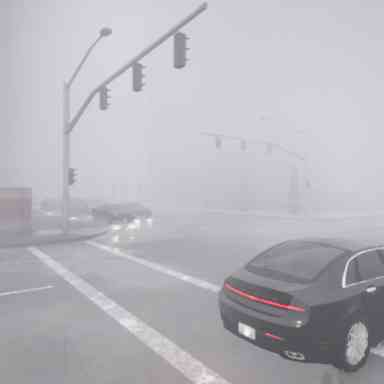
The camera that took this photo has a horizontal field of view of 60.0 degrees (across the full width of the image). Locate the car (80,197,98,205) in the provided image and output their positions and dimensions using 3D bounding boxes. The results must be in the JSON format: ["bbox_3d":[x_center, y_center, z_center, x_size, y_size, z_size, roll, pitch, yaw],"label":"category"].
[{"bbox_3d":[-19.613,1.672,63.118,1.812,1.442,4.674,0,0,-36],"label":"car"}]

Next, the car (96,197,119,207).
[{"bbox_3d":[-14.231,1.633,55.649,2.128,1.511,4.902,0,0,-36],"label":"car"}]

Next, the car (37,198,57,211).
[{"bbox_3d":[-17.698,1.556,42.116,1.882,1.535,5.008,0,0,-36],"label":"car"}]

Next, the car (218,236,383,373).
[{"bbox_3d":[2.665,1.538,5.726,4.892,1.490,1.837,0,0,-36],"label":"car"}]

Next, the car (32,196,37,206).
[{"bbox_3d":[-26.908,1.480,55.154,2.097,1.767,4.553,0,0,-36],"label":"car"}]

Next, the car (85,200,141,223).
[{"bbox_3d":[-6.347,1.615,26.231,2.033,1.411,5.357,0,0,-36],"label":"car"}]

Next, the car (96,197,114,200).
[{"bbox_3d":[-11.316,1.599,39.197,1.837,1.490,4.892,0,0,-36],"label":"car"}]

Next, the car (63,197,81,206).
[{"bbox_3d":[-21.638,1.652,59.955,1.812,1.442,4.674,0,0,-36],"label":"car"}]

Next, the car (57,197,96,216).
[{"bbox_3d":[-11.823,1.425,33.892,2.097,1.767,4.553,0,0,-36],"label":"car"}]

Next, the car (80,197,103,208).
[{"bbox_3d":[-15.600,1.626,51.537,1.837,1.490,4.892,0,0,-36],"label":"car"}]

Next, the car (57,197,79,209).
[{"bbox_3d":[-18.229,1.604,48.900,1.837,1.490,4.892,0,0,-35],"label":"car"}]

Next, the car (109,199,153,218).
[{"bbox_3d":[-5.650,1.636,31.270,2.033,1.411,5.357,0,0,-36],"label":"car"}]
